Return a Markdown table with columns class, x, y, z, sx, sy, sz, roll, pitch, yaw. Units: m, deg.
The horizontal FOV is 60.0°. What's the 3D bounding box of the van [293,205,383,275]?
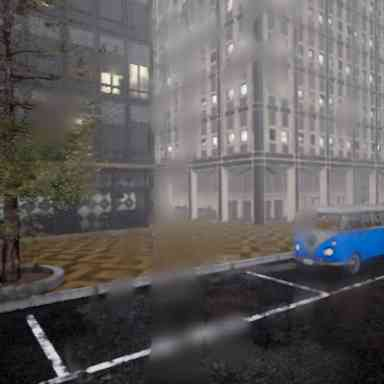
| class | x | y | z | sx | sy | sz | roll | pitch | yaw |
| --- | --- | --- | --- | --- | --- | --- | --- | --- | --- |
| van | 4.757 | 1.297 | 9.968 | 3.998 | 1.788 | 1.690 | 0 | 0 | -36 |
